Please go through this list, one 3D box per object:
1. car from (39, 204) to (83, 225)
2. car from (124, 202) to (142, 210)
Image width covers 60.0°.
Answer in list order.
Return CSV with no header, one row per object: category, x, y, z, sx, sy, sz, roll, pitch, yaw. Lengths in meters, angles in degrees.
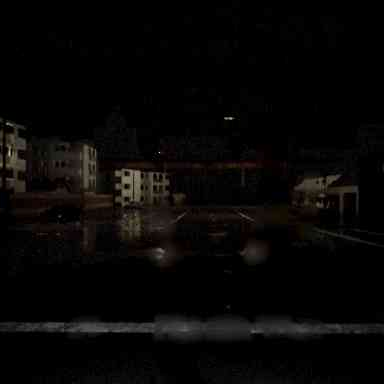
car,-10.391,1.751,26.684,1.882,1.535,5.008,0,-1,2
car,-9.355,2.192,52.836,1.895,1.301,4.718,0,-1,2
